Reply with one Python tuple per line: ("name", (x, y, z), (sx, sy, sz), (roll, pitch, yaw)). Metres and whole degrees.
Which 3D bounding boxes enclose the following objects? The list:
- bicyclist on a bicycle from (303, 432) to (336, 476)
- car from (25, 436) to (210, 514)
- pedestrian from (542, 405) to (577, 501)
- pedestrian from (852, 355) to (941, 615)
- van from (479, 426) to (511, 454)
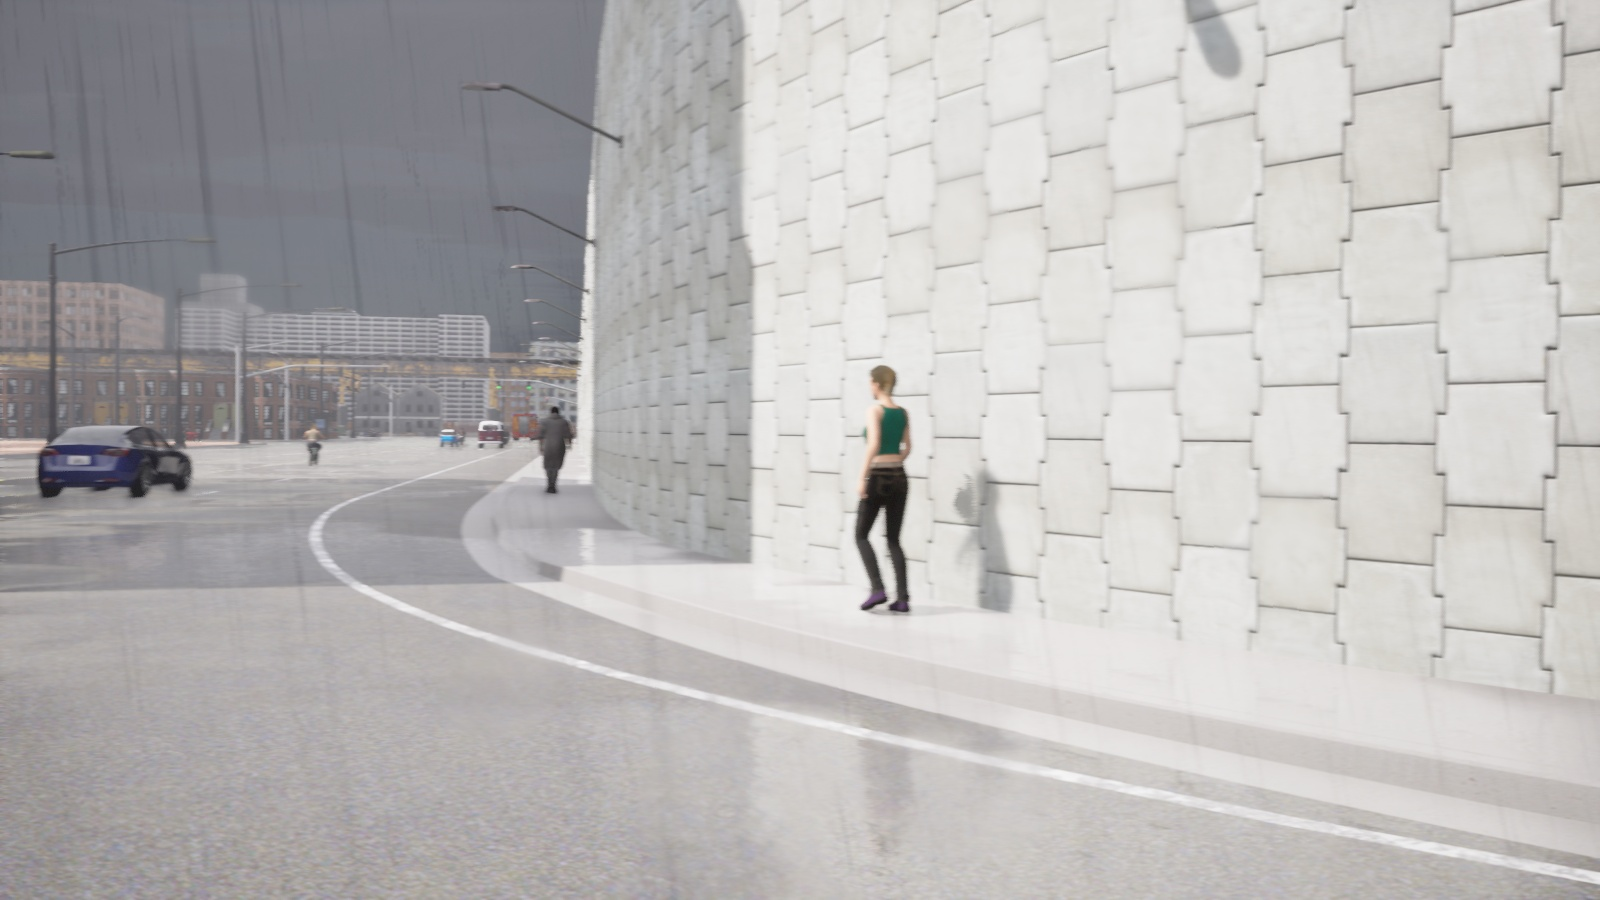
("bicyclist on a bicycle", (-18.177, 0.134, 47.521), (0.866, 1.612, 1.509), (-1, 1, -10))
("car", (-14.592, 0.467, 27.196), (2.163, 1.488, 4.792), (-1, 1, -11))
("pedestrian", (-4.995, 0.044, 26.071), (0.659, 1.952, 0.873), (-1, 1, -11))
("pedestrian", (0.703, 0.240, 9.204), (0.345, 1.836, 0.594), (-1, 1, -34))
("van", (-23.004, -0.742, 94.874), (2.069, 2.038, 4.480), (-1, 1, -10))
